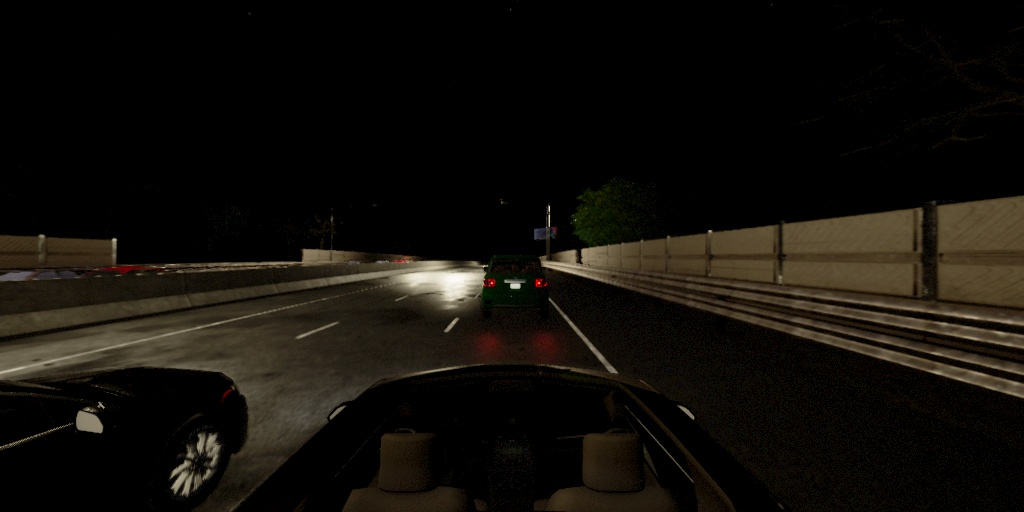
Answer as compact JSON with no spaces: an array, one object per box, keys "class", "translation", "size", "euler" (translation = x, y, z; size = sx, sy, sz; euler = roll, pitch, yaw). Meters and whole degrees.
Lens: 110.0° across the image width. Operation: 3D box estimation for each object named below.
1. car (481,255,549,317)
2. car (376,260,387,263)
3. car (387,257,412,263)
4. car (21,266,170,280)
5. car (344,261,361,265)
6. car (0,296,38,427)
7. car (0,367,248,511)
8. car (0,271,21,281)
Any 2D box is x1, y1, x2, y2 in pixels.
[{"class":"car","translation":[0.100,0.981,13.279],"size":[2.150,2.045,5.566],"euler":[0,0,0]},{"class":"car","translation":[-21.046,1.460,57.800],"size":[2.128,1.511,4.902],"euler":[0,0,1]},{"class":"car","translation":[-17.548,1.185,57.340],"size":[2.150,2.045,5.566],"euler":[0,0,1]},{"class":"car","translation":[-17.599,1.239,16.117],"size":[1.882,1.535,5.008],"euler":[0,0,0]},{"class":"car","translation":[-24.545,1.511,55.391],"size":[1.994,1.385,4.181],"euler":[0,0,1]},{"class":"car","translation":[-6.900,1.255,2.079],"size":[1.837,1.490,4.892],"euler":[0,0,0]},{"class":"car","translation":[-3.400,1.255,1.379],"size":[1.837,1.490,4.892],"euler":[0,0,0]},{"class":"car","translation":[-21.100,1.309,16.003],"size":[2.033,1.411,5.357],"euler":[0,0,0]}]
